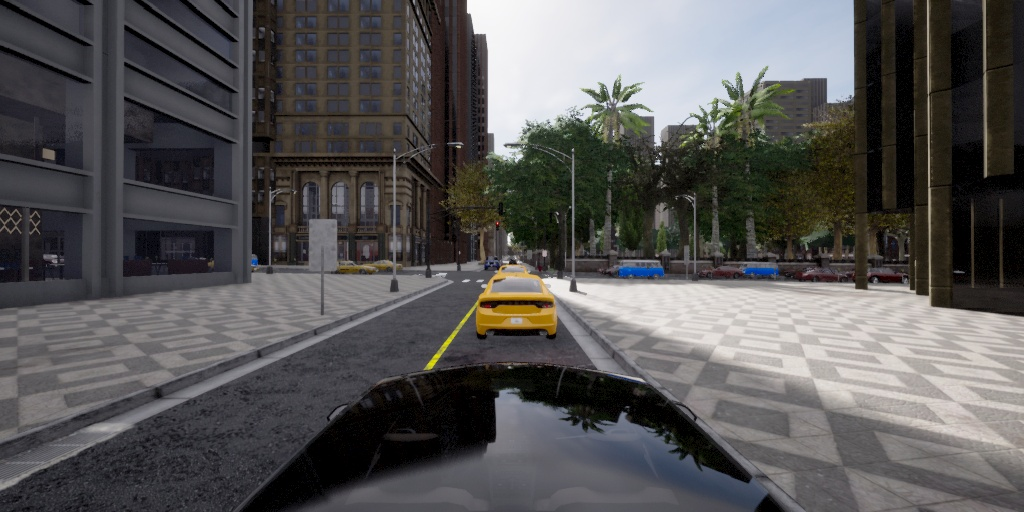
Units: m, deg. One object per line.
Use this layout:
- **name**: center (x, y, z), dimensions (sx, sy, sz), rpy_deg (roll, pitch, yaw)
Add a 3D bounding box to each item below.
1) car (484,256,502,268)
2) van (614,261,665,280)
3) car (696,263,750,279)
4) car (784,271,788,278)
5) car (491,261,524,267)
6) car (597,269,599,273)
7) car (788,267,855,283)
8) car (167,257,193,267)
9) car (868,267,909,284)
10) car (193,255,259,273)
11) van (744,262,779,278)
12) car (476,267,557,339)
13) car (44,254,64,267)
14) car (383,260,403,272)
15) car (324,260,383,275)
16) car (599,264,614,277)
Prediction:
- **car**: center (-2.973, 1.036, 54.571), dimensions (2.150, 2.045, 5.566), rpy_deg (0, 0, 0)
- **van**: center (11.943, 1.315, 33.165), dimensions (3.998, 1.789, 1.690), rpy_deg (0, 0, 0)
- **car**: center (22.603, 1.709, 38.963), dimensions (4.674, 1.442, 1.812), rpy_deg (1, 0, 0)
- **car**: center (33.047, 1.903, 38.889), dimensions (5.357, 1.411, 2.033), rpy_deg (1, 0, 1)
- **car**: center (0.043, 1.235, 20.177), dimensions (1.882, 1.535, 5.008), rpy_deg (0, 0, 0)
- **car**: center (11.985, 1.605, 41.690), dimensions (4.207, 1.307, 1.802), rpy_deg (0, 0, 0)
- **car**: center (28.513, 1.830, 33.061), dimensions (4.207, 1.307, 1.802), rpy_deg (0, 0, 0)
- **car**: center (-37.780, 0.775, 42.001), dimensions (4.313, 1.339, 1.948), rpy_deg (0, 0, 0)
- **car**: center (34.037, 1.778, 33.027), dimensions (4.097, 1.591, 1.967), rpy_deg (0, 0, 0)
- **car**: center (-26.314, 0.868, 33.404), dimensions (4.829, 1.417, 1.751), rpy_deg (0, 0, 0)
- **van**: center (28.555, 1.637, 41.587), dimensions (3.998, 1.789, 1.690), rpy_deg (0, 0, 0)
- **car**: center (0.112, 1.230, 10.116), dimensions (1.882, 1.535, 5.008), rpy_deg (0, 0, 0)
- **car**: center (-43.496, 0.509, 33.511), dimensions (4.097, 1.591, 1.967), rpy_deg (0, 0, 0)
- **car**: center (-15.270, 1.102, 41.860), dimensions (4.829, 1.417, 1.751), rpy_deg (0, 0, 0)
- **car**: center (-14.974, 1.053, 33.333), dimensions (4.829, 1.417, 1.751), rpy_deg (0, 0, 0)
- **car**: center (12.644, 1.567, 39.025), dimensions (5.357, 1.411, 2.033), rpy_deg (1, 0, 0)
